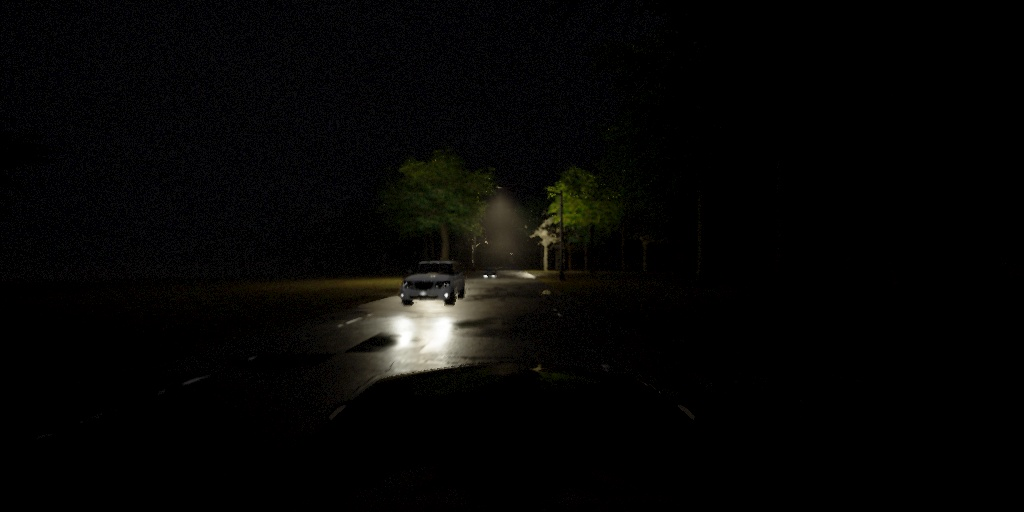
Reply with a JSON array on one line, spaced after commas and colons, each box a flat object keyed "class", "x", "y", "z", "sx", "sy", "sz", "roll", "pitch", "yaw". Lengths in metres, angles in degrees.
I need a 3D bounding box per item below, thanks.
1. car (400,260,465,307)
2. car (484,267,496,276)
[{"class": "car", "x": -3.603, "y": 1.218, "z": 17.292, "sx": 2.150, "sy": 2.045, "sz": 5.566, "roll": 0, "pitch": -1, "yaw": 0}, {"class": "car", "x": -3.556, "y": 2.452, "z": 58.837, "sx": 2.033, "sy": 1.411, "sz": 5.357, "roll": 0, "pitch": -1, "yaw": 1}]
